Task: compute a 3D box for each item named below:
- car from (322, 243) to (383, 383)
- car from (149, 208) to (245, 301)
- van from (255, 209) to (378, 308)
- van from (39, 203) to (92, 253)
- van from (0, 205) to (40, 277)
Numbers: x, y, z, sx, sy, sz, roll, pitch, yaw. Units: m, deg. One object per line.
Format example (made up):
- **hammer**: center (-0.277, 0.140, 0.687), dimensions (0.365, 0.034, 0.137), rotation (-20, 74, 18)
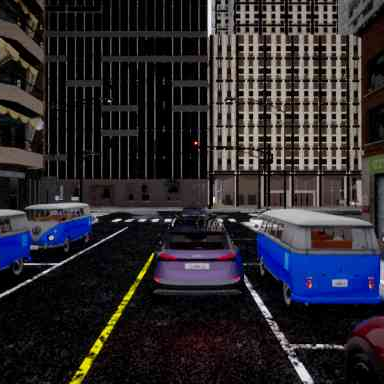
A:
- **car**: center (2.570, 1.441, 1.929), dimensions (1.967, 1.590, 4.097), rotation (0, 0, 0)
- **car**: center (0.101, 1.434, 8.376), dimensions (2.033, 1.649, 4.856), rotation (0, 0, 0)
- **van**: center (2.571, 1.345, 7.619), dimensions (1.690, 1.788, 3.998), rotation (0, 0, 0)
- **van**: center (-5.309, 1.349, 13.305), dimensions (1.690, 1.788, 3.998), rotation (0, 0, 0)
- **van**: center (-5.310, 1.345, 7.615), dimensions (1.690, 1.788, 3.998), rotation (0, 0, 0)
